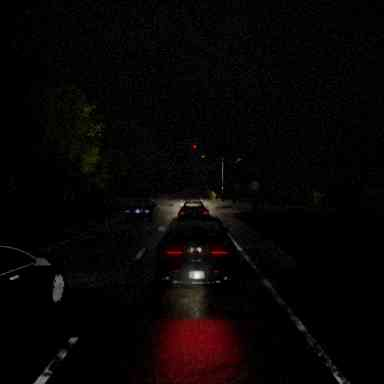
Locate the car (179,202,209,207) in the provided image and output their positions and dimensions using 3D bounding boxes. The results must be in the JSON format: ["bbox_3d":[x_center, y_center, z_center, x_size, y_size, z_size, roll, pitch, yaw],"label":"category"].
[{"bbox_3d":[0.109,1.273,20.634,1.994,1.385,4.181,0,1,0],"label":"car"}]

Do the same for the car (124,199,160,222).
[{"bbox_3d":[-3.389,1.220,23.218,2.033,1.411,5.357,0,1,0],"label":"car"}]

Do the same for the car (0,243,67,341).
[{"bbox_3d":[-3.400,1.436,4.709,1.837,1.490,4.892,0,0,0],"label":"car"}]

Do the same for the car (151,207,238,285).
[{"bbox_3d":[0.102,1.376,9.052,1.837,1.490,4.892,0,1,0],"label":"car"}]
